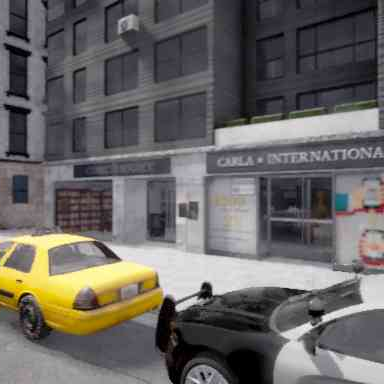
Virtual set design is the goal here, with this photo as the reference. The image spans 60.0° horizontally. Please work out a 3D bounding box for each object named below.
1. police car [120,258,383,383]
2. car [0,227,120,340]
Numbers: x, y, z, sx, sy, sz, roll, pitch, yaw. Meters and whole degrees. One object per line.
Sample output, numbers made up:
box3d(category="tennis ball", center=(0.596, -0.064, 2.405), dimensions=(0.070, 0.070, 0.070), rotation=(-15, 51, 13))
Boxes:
box3d(category="police car", center=(1.909, 1.442, 2.987), dimensions=(5.238, 1.638, 1.930), rotation=(0, 0, 36))
box3d(category="car", center=(-3.026, 1.472, 6.539), dimensions=(5.366, 1.575, 1.801), rotation=(0, 0, 36))
